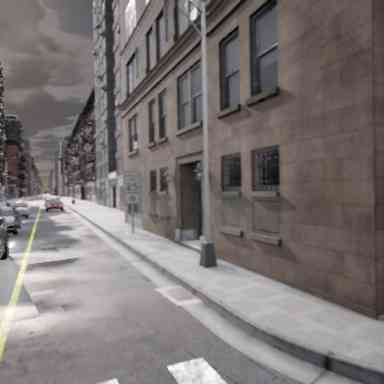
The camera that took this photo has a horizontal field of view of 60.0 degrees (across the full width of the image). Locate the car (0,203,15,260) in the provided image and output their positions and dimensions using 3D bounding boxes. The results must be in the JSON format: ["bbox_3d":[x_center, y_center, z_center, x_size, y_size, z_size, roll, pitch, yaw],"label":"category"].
[{"bbox_3d":[-6.532,1.259,9.326,2.150,2.045,5.566,-1,1,-24],"label":"car"}]

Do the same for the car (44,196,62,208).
[{"bbox_3d":[-19.616,1.372,46.811,2.128,1.511,4.902,-1,1,-24],"label":"car"}]

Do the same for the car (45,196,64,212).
[{"bbox_3d":[-15.541,1.448,37.679,2.033,1.411,5.357,-1,1,-23],"label":"car"}]

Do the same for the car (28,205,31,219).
[{"bbox_3d":[-15.006,1.591,28.658,1.895,1.301,4.718,-1,1,-23],"label":"car"}]

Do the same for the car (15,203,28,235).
[{"bbox_3d":[-10.667,1.562,18.750,2.033,1.411,5.357,-1,1,-24],"label":"car"}]
